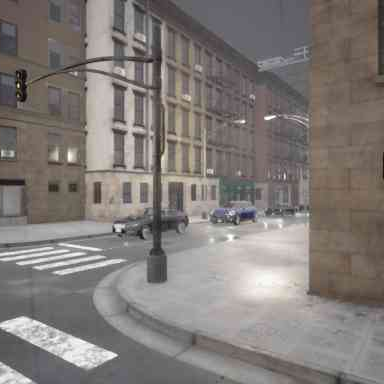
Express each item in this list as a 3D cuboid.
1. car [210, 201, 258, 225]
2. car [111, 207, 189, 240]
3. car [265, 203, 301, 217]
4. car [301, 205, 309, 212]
[{"bbox_3d":[3.254,1.476,25.306,2.097,1.767,4.553,0,0,36],"label":"car"},{"bbox_3d":[-2.086,1.568,17.788,2.128,1.511,4.902,0,0,35],"label":"car"},{"bbox_3d":[8.976,1.777,33.316,1.895,1.301,4.718,0,0,35],"label":"car"},{"bbox_3d":[14.890,1.832,41.566,1.895,1.301,4.718,0,0,36],"label":"car"}]
